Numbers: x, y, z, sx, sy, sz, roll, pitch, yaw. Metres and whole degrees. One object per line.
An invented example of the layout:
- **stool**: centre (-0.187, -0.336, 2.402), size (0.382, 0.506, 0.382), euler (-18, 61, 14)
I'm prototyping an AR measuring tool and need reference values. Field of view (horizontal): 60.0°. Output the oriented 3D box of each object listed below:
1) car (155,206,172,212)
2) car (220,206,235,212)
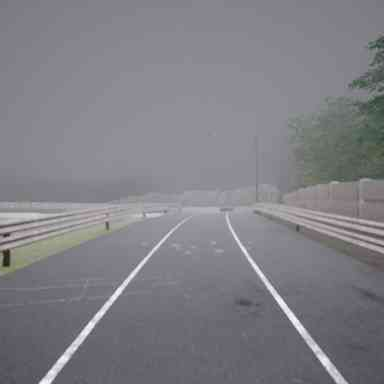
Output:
- **car**: centre (-5.705, 2.848, 58.472), size (5.008, 1.535, 1.882), euler (3, -5, -45)
- **car**: centre (7.990, 3.862, 75.152), size (1.882, 1.535, 5.008), euler (-2, -4, 31)
